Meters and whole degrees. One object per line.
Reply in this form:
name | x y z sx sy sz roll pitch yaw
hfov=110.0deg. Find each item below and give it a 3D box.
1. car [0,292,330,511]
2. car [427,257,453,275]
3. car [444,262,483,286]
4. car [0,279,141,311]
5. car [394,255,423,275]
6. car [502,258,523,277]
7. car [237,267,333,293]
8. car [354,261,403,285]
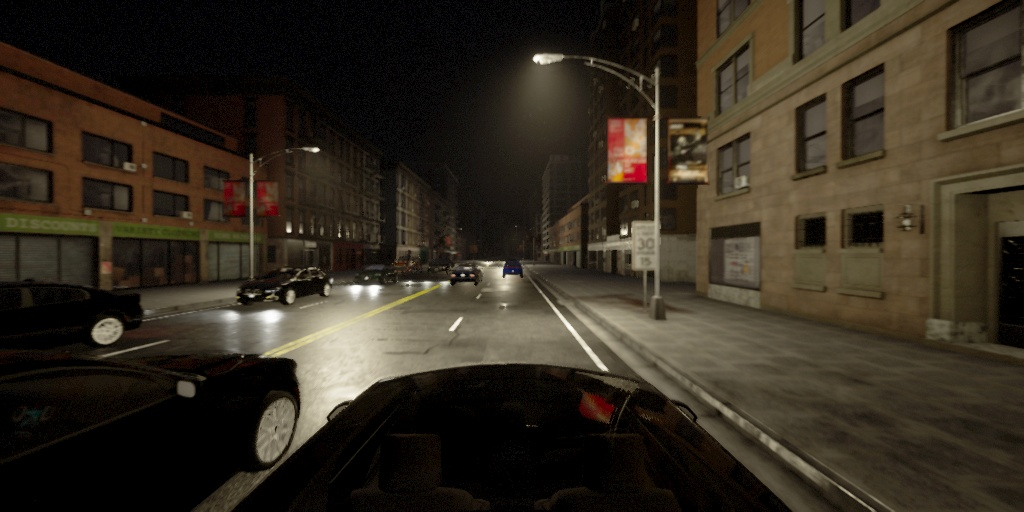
car | -3.148 1.228 1.790 1.882 1.535 5.008 0 0 0
car | -6.528 0.882 33.446 1.882 1.535 5.008 0 0 0
car | -3.169 1.297 25.598 2.033 1.411 5.357 0 0 0
car | -9.842 1.227 6.470 1.882 1.535 5.008 0 0 2
car | -9.778 0.759 33.473 2.097 1.767 4.553 0 0 0
car | 0.073 1.228 34.968 1.882 1.535 5.008 0 0 0
car | -9.848 1.253 15.989 1.837 1.490 4.892 0 0 0
car | -9.853 1.313 26.296 1.994 1.385 4.181 0 0 0
